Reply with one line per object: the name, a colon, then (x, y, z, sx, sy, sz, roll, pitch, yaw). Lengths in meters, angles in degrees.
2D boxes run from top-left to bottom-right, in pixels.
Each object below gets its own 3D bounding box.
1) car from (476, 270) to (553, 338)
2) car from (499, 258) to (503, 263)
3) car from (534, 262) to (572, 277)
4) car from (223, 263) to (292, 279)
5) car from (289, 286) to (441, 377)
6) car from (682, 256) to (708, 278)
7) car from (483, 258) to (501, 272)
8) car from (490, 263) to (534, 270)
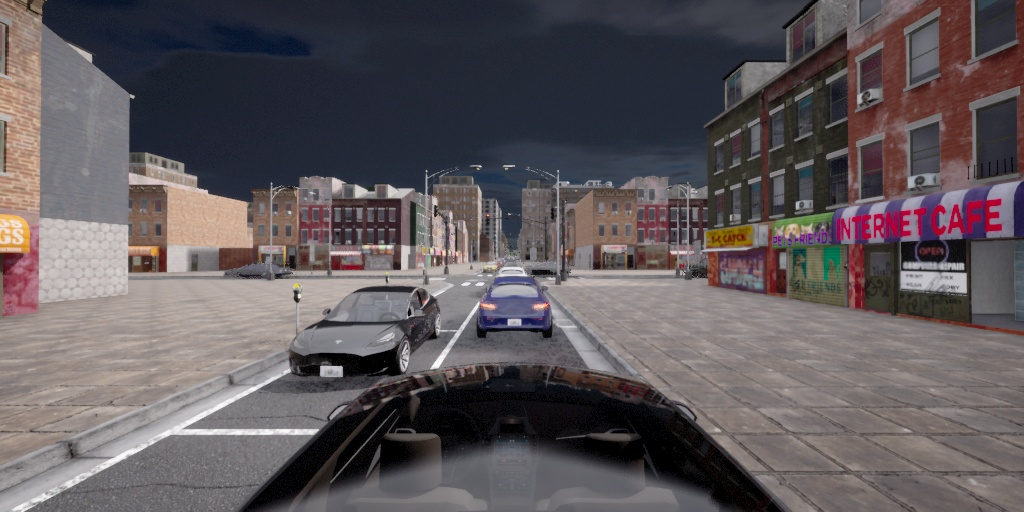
car: (0.069, 1.278, 10.100, 1.812, 1.442, 4.674, 0, 0, 0)
car: (-2.694, 1.355, 50.793, 1.888, 1.381, 4.507, 0, 0, 0)
car: (3.248, 1.274, 34.262, 4.902, 1.511, 2.128, 0, 0, 20)
car: (-23.343, 1.376, 33.031, 5.357, 1.411, 2.033, 0, 0, 0)
car: (-2.645, 1.317, 7.420, 1.948, 1.339, 4.313, 0, 0, 0)
car: (18.715, 0.967, 33.023, 5.566, 2.045, 2.150, 0, 0, 0)
car: (-2.688, 1.323, 45.018, 1.751, 1.417, 4.829, 0, 0, 0)
car: (-0.003, 1.284, 19.234, 1.812, 1.442, 4.674, 0, 0, 0)
